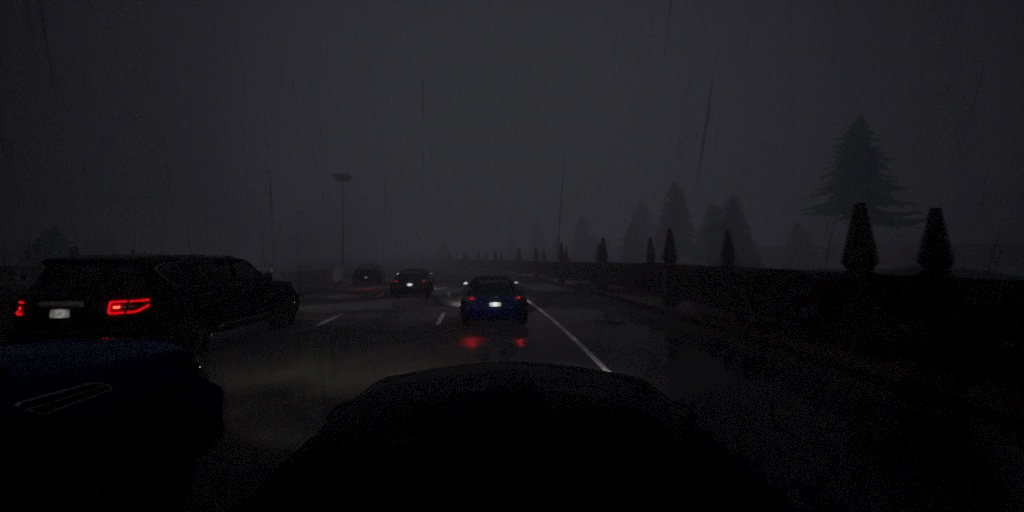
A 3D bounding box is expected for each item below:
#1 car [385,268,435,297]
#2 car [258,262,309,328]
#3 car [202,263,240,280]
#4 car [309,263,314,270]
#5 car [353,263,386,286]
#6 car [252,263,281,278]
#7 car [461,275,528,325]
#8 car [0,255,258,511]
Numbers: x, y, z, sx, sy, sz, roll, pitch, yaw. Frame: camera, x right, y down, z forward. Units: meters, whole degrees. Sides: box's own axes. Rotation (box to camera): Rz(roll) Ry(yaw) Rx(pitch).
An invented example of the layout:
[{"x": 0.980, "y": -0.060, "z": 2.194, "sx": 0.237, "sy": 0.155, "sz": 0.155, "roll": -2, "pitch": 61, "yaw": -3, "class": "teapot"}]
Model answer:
[{"x": -5.206, "y": 1.339, "z": 19.080, "sx": 1.994, "sy": 1.385, "sz": 4.181, "roll": 0, "pitch": 0, "yaw": -9, "class": "car"}, {"x": -7.291, "y": 1.000, "z": 8.314, "sx": 2.150, "sy": 2.045, "sz": 5.566, "roll": 0, "pitch": 0, "yaw": -4, "class": "car"}, {"x": -28.620, "y": 1.496, "z": 35.444, "sx": 1.812, "sy": 1.442, "sz": 4.674, "roll": 0, "pitch": 0, "yaw": -25, "class": "car"}, {"x": -31.279, "y": 1.587, "z": 54.279, "sx": 2.033, "sy": 1.411, "sz": 5.357, "roll": 0, "pitch": 0, "yaw": -35, "class": "car"}, {"x": -10.472, "y": 1.291, "z": 26.559, "sx": 1.882, "sy": 1.535, "sz": 5.008, "roll": 0, "pitch": 0, "yaw": -15, "class": "car"}, {"x": -26.074, "y": 1.482, "z": 38.243, "sx": 1.812, "sy": 1.442, "sz": 4.674, "roll": 0, "pitch": 0, "yaw": -25, "class": "car"}, {"x": -0.674, "y": 1.314, "z": 11.947, "sx": 1.994, "sy": 1.385, "sz": 4.181, "roll": 0, "pitch": 0, "yaw": -6, "class": "car"}, {"x": -3.518, "y": 0.986, "z": 0.629, "sx": 2.150, "sy": 2.045, "sz": 5.566, "roll": 0, "pitch": 0, "yaw": 0, "class": "car"}]
